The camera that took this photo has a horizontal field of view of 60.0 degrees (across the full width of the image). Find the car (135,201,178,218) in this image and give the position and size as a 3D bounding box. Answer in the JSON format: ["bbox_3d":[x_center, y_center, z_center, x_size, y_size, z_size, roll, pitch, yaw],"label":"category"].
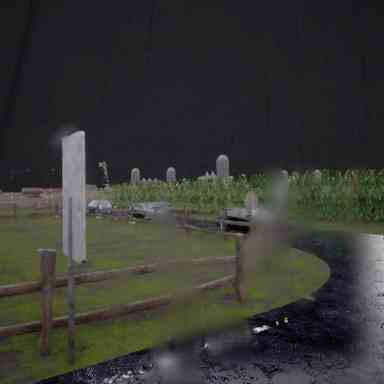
[{"bbox_3d":[-3.696,1.703,33.764,2.128,1.511,4.902,0,0,-36],"label":"car"}]

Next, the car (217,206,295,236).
[{"bbox_3d":[3.391,1.576,18.440,1.882,1.535,5.008,0,0,-32],"label":"car"}]

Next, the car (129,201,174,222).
[{"bbox_3d":[-3.799,1.692,28.837,2.128,1.511,4.902,0,0,-36],"label":"car"}]

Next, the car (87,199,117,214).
[{"bbox_3d":[-10.283,1.644,37.926,2.097,1.767,4.553,0,0,-35],"label":"car"}]
